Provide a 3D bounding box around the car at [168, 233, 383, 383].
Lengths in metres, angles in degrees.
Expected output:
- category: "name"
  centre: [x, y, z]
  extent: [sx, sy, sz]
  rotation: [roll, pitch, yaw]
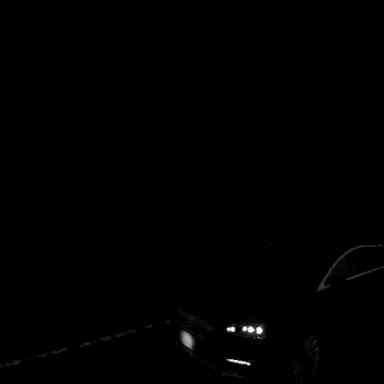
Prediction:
- category: "car"
  centre: [1.956, 1.483, 5.341]
  extent: [4.902, 1.511, 2.128]
  rotation: [0, 0, -35]
